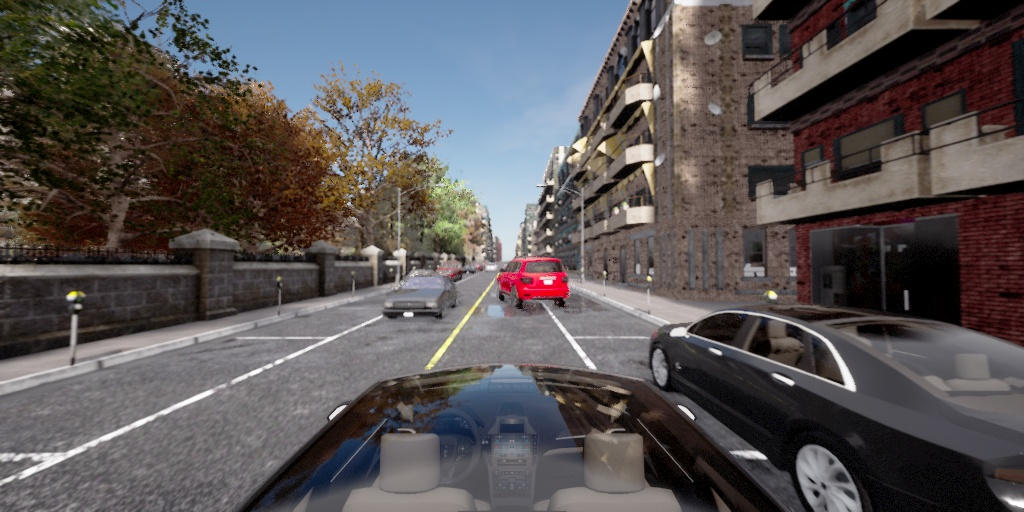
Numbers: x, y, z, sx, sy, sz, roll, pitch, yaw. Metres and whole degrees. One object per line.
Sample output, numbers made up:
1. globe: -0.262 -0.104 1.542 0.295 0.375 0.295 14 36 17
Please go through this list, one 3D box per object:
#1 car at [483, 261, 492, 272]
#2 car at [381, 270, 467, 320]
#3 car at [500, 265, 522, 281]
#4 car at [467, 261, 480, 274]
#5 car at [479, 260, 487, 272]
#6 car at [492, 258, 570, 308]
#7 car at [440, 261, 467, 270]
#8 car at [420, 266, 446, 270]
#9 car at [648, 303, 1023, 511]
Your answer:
1. car: -3.313 1.908 58.580 1.812 1.442 4.674 0 -1 0
2. car: -3.162 1.425 13.581 2.033 1.411 5.357 0 -1 0
3. car: -0.093 1.666 35.989 2.033 1.411 5.357 0 -1 0
4. car: -5.957 1.841 50.419 1.948 1.339 4.313 0 0 0
5. car: -6.018 1.708 61.466 2.192 1.841 5.009 0 0 0
6. car: 0.773 1.128 16.353 2.150 2.045 5.566 0 -1 -13
7. car: -5.864 1.411 33.850 2.192 1.841 5.009 0 0 0
8. car: -5.803 1.528 22.804 2.007 1.370 4.403 0 0 0
9. car: 3.137 1.277 3.968 1.837 1.490 4.892 0 -1 0
